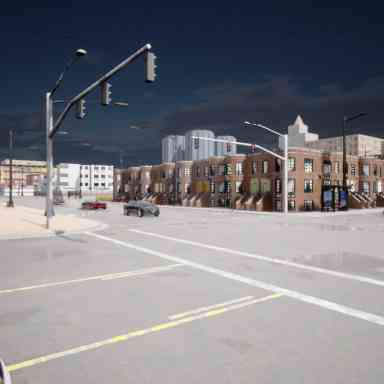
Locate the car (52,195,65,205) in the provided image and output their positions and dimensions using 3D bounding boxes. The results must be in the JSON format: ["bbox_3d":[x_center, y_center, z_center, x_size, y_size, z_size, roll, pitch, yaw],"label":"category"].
[{"bbox_3d":[-23.325,1.351,57.098,2.097,1.767,4.553,0,0,-35],"label":"car"}]

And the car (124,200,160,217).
[{"bbox_3d":[-4.815,1.505,31.360,1.837,1.490,4.892,0,0,-36],"label":"car"}]

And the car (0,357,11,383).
[{"bbox_3d":[-3.740,1.221,1.100,5.566,2.045,2.150,0,0,-35],"label":"car"}]

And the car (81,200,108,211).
[{"bbox_3d":[-12.265,1.601,41.672,1.895,1.301,4.718,0,0,-36],"label":"car"}]
